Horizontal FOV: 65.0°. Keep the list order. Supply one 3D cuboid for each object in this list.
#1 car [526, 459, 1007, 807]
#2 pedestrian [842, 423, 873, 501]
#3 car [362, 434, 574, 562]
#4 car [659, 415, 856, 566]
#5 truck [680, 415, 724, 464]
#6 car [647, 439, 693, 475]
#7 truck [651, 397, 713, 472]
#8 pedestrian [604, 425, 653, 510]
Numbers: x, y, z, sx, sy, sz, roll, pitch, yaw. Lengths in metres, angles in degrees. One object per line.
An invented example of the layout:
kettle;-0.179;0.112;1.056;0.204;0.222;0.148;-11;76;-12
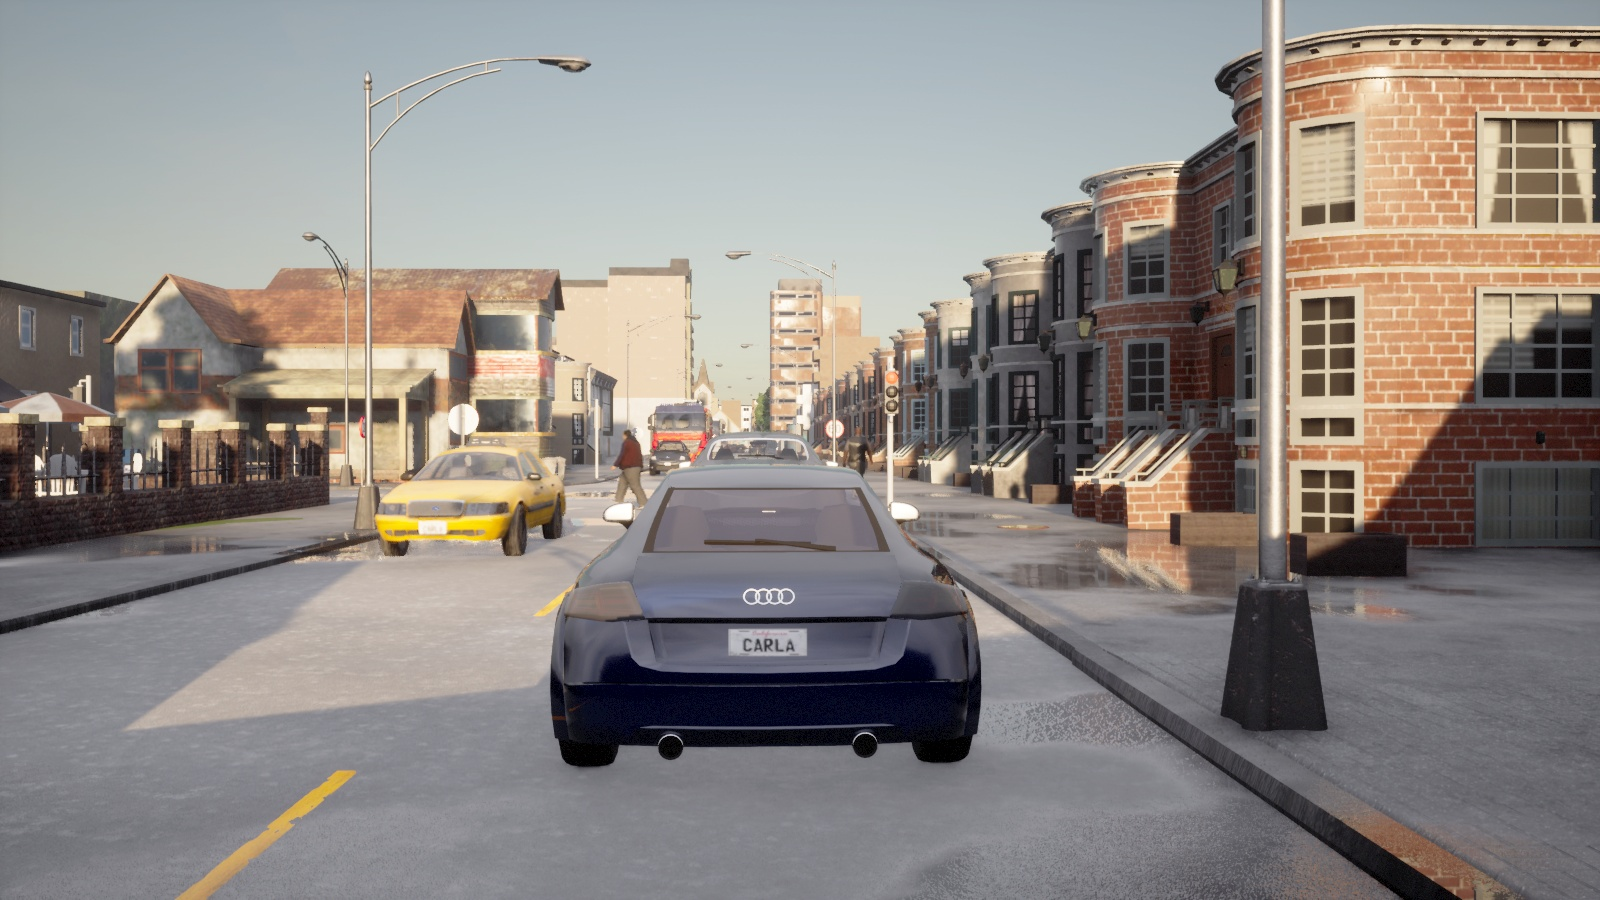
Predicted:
car;-0.217;0.769;7.301;1.994;1.385;4.181;0;0;-2
pedestrian;1.421;0.283;30.777;0.563;1.883;0.849;0;0;17
car;-4.597;0.579;18.238;1.801;1.575;5.366;0;0;-2
car;-0.538;0.433;16.299;2.152;1.651;5.027;0;0;-2
truck;-7.142;-0.764;92.701;2.891;3.462;7.936;0;0;-2
car;-5.971;0.312;58.107;1.851;1.617;3.988;0;0;-2
truck;-6.322;-0.810;68.437;2.891;3.827;8.468;0;0;-2
pedestrian;-3.806;0.382;27.948;0.899;1.844;0.634;0;0;17
